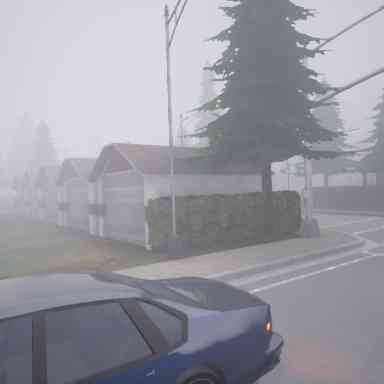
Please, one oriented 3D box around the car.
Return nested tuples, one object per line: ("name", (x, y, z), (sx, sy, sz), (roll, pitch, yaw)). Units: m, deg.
("car", (-1.575, 1.536, 2.846), (5.357, 1.411, 2.033), (-2, 1, -34))
